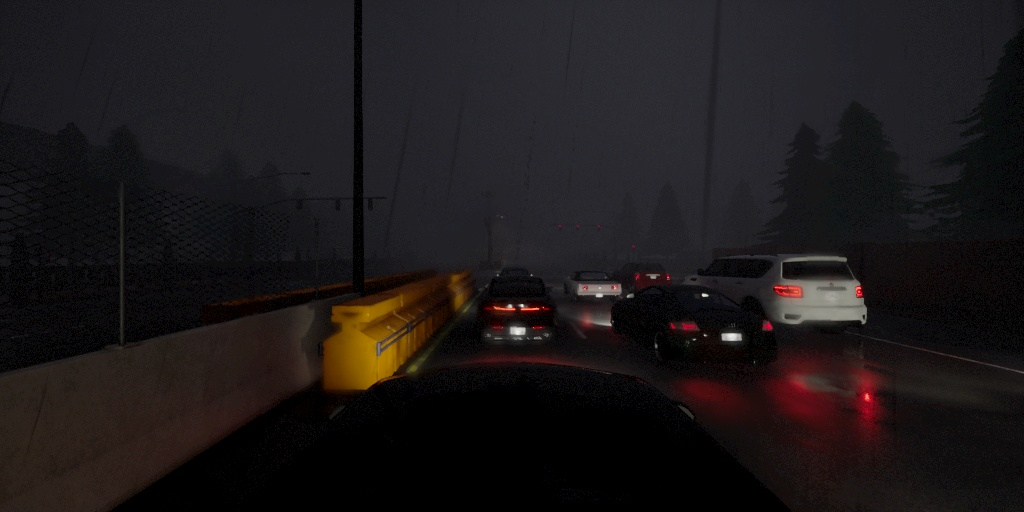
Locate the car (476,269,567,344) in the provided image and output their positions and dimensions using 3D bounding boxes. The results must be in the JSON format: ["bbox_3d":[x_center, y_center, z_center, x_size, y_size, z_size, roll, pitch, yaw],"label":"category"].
[{"bbox_3d":[0.121,1.255,9.587,1.837,1.490,4.892,0,0,0],"label":"car"}]

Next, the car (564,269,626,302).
[{"bbox_3d":[3.642,1.351,17.139,1.895,1.301,4.718,0,0,0],"label":"car"}]

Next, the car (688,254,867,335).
[{"bbox_3d":[7.125,0.971,10.657,2.150,2.045,5.566,0,0,0],"label":"car"}]

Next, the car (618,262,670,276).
[{"bbox_3d":[7.150,1.102,20.243,2.097,1.767,4.553,0,0,0],"label":"car"}]

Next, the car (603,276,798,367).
[{"bbox_3d":[3.625,1.314,7.958,1.994,1.385,4.181,0,0,-1],"label":"car"}]

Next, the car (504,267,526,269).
[{"bbox_3d":[0.145,1.297,19.105,2.033,1.411,5.357,0,0,0],"label":"car"}]
